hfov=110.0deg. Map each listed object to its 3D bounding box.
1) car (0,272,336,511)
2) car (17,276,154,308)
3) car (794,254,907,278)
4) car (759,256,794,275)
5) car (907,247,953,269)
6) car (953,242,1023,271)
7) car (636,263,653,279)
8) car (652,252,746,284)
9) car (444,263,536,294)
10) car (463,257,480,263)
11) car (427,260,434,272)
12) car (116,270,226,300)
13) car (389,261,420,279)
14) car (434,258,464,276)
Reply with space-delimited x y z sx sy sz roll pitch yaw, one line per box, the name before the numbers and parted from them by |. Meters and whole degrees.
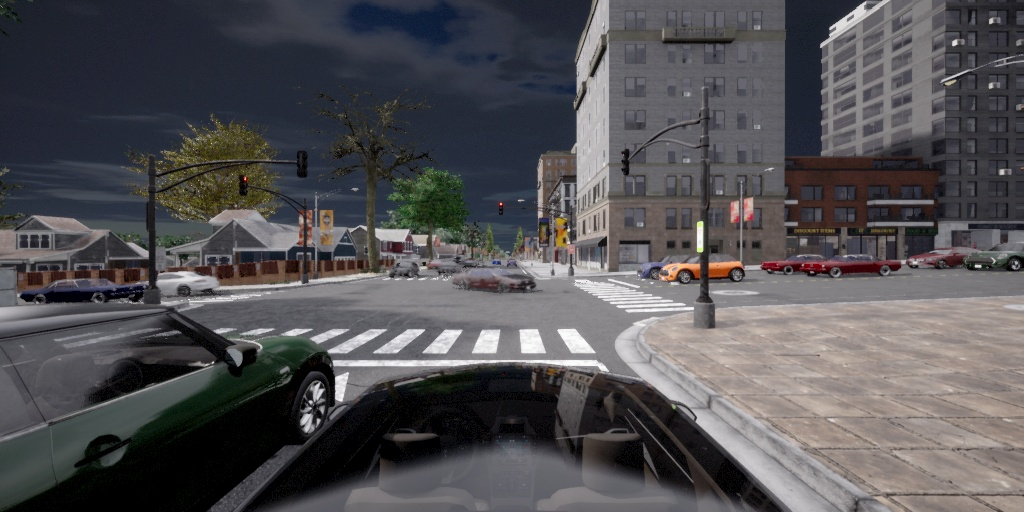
car | -3.151 1.102 2.446 2.097 1.767 4.553 0 0 0
car | -21.634 1.806 18.325 4.718 1.301 1.895 -2 0 0
car | 20.339 0.584 21.712 4.718 1.301 1.895 -2 0 0
car | 20.099 0.583 24.961 4.718 1.301 1.895 -2 0 0
car | 30.410 0.121 24.992 4.674 1.442 1.812 -2 0 0
car | 30.494 -0.046 21.745 4.553 1.767 2.097 -2 0 0
car | 11.102 0.679 24.998 4.553 1.767 2.097 -2 0 2
car | 11.355 0.680 21.678 4.553 1.767 2.097 -2 0 0
car | -1.224 1.326 20.903 5.357 1.411 2.033 0 1 38
car | -6.659 1.354 56.588 2.033 1.411 5.357 0 0 0
car | -9.902 1.261 47.613 1.882 1.535 5.008 0 0 0
car | -20.203 1.674 21.408 4.674 1.442 1.812 -2 0 -2
car | -9.890 1.269 33.318 1.837 1.490 4.892 0 0 0
car | -6.641 1.273 38.179 1.837 1.490 4.892 0 0 0
